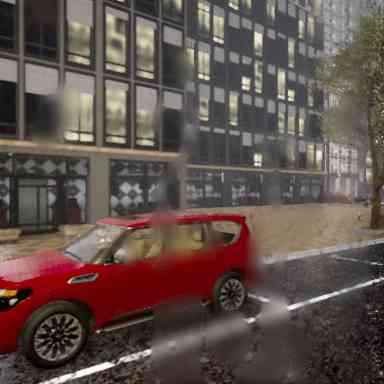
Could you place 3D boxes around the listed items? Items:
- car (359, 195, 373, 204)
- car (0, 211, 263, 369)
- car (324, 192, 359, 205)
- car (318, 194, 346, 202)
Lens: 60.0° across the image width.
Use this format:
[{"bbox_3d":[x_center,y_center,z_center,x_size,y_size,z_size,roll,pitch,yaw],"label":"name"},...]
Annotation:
[{"bbox_3d":[27.452,1.130,52.918,1.947,1.339,4.313,1,0,-36],"label":"car"},{"bbox_3d":[-0.926,1.318,5.903,5.009,1.841,2.192,0,0,-36],"label":"car"},{"bbox_3d":[20.697,0.895,47.966,2.192,1.841,5.009,1,0,-36],"label":"car"},{"bbox_3d":[24.136,1.041,57.455,1.802,1.307,4.206,1,0,-36],"label":"car"}]
